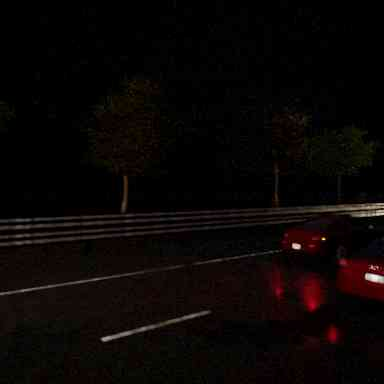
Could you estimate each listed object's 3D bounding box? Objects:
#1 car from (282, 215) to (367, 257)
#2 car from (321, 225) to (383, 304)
[{"bbox_3d":[5.126,1.524,11.704,4.674,1.442,1.812,0,0,-36],"label":"car"},{"bbox_3d":[5.013,1.563,7.322,4.181,1.385,1.994,0,0,-36],"label":"car"}]
